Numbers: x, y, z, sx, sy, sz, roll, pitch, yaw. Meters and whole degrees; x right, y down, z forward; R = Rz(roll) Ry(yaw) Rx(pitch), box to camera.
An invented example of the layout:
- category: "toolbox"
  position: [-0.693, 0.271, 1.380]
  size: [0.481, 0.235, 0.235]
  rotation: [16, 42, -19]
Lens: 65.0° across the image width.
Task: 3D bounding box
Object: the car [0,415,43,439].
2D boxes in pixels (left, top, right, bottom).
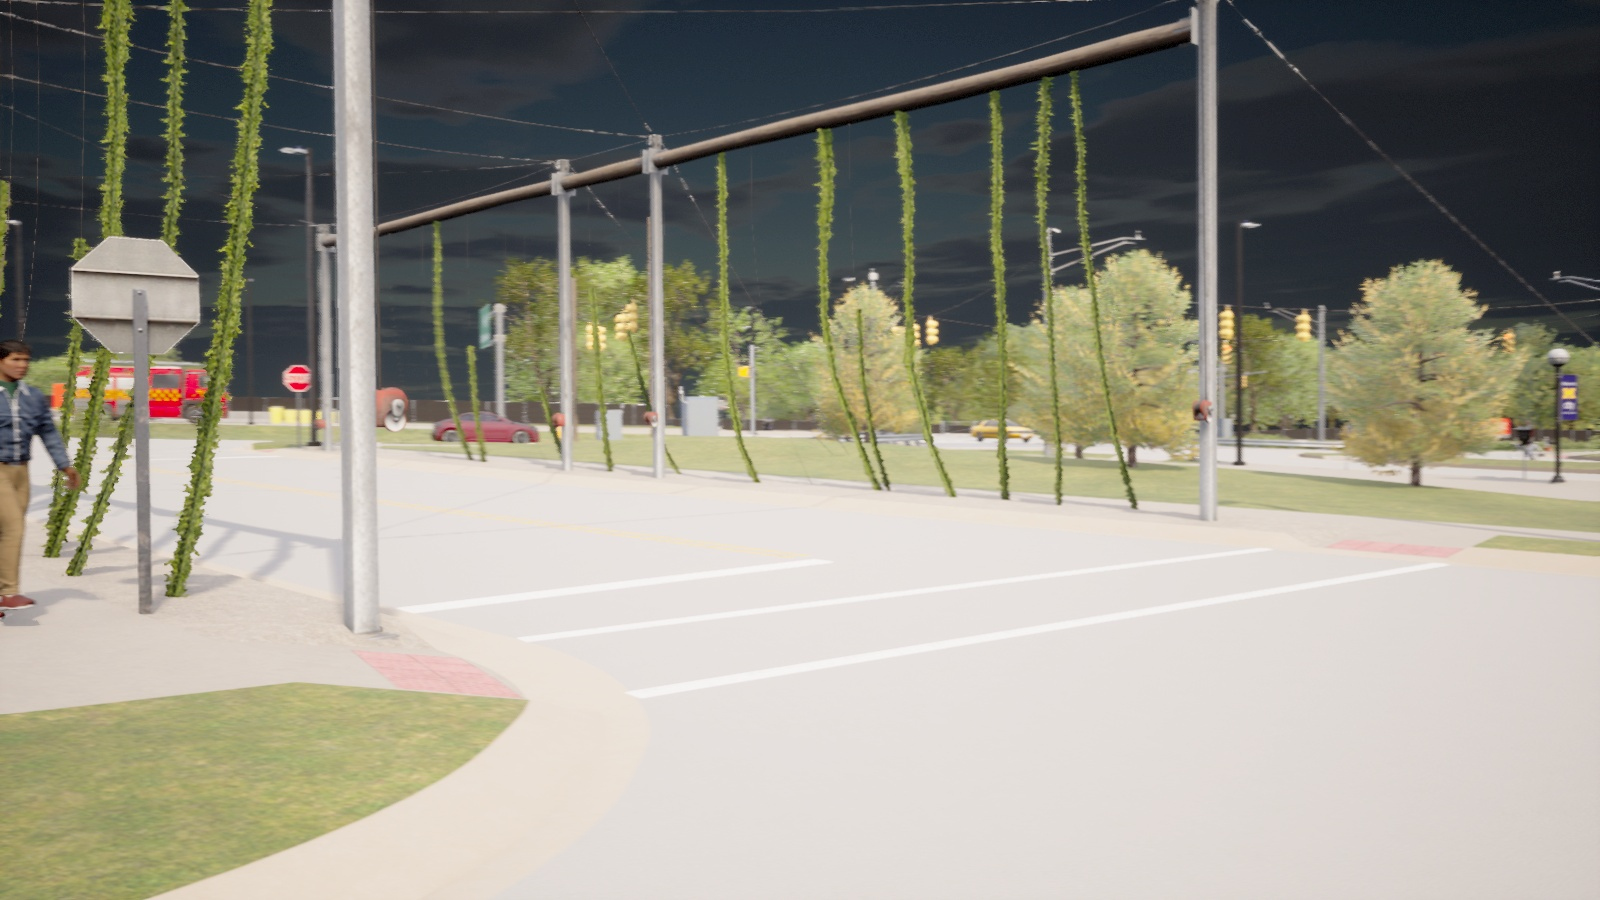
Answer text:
- category: "car"
  position: [-51.164, -1.469, 79.802]
  size: [4.902, 1.511, 2.128]
  rotation: [-1, 1, -20]

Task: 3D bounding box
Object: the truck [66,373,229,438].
- category: "truck"
  position: [-39.574, -2.655, 76.563]
  size: [8.468, 3.827, 2.891]
  rotation: [-1, 1, -20]

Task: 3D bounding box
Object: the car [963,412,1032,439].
- category: "car"
  position: [12.256, -1.504, 78.418]
  size: [1.801, 1.575, 5.366]
  rotation: [-1, 1, -21]

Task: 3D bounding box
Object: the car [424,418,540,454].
- category: "car"
  position: [-12.503, -0.545, 49.343]
  size: [4.181, 1.385, 1.994]
  rotation: [0, 1, -21]

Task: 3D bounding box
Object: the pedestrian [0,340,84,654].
- category: "pedestrian"
  position: [-5.141, 0.293, 8.134]
  size: [0.788, 1.949, 0.423]
  rotation: [-1, 1, 25]

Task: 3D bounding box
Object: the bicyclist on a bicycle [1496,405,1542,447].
- category: "bicyclist on a bicycle"
  position: [30.673, -1.031, 53.621]
  size: [0.659, 1.776, 1.843]
  rotation: [-1, 2, -11]
